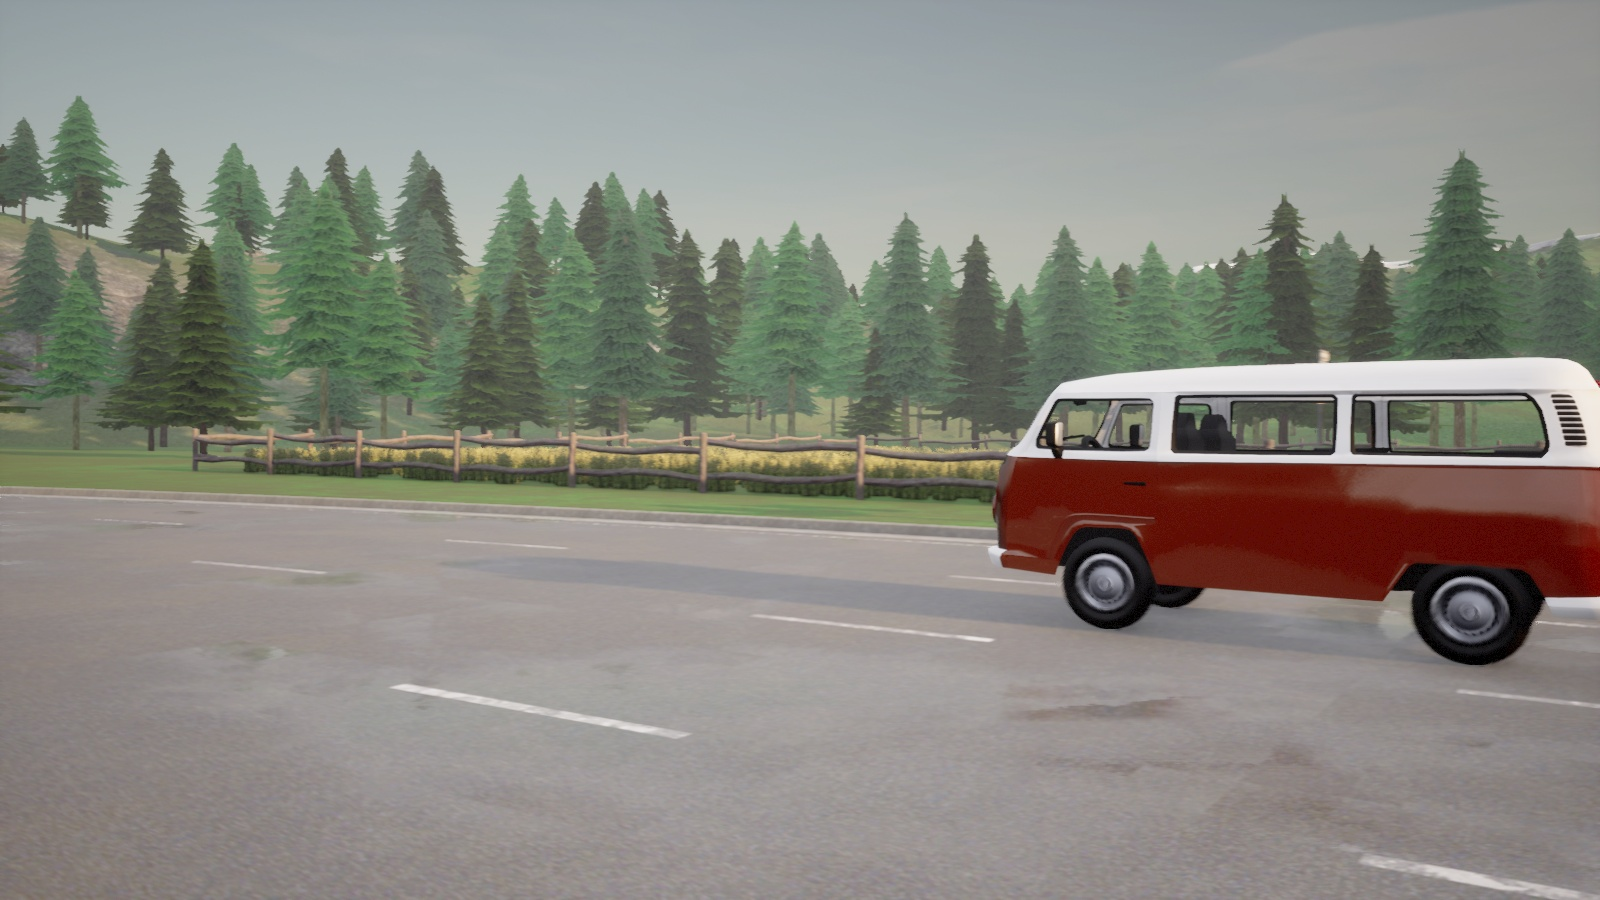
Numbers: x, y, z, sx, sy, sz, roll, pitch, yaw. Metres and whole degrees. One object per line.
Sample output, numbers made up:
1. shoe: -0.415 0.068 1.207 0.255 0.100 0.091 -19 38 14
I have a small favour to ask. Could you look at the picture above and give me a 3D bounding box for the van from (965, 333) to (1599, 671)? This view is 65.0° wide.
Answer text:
1. van: 3.741 0.292 9.530 4.480 2.038 2.069 0 1 33
